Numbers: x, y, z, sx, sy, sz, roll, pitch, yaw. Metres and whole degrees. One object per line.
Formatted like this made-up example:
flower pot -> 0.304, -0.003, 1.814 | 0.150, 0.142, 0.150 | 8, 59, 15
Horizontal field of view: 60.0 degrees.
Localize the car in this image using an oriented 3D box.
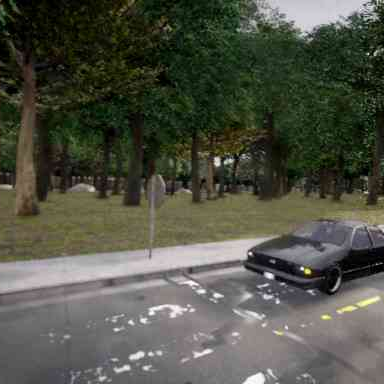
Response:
car -> 3.807, 1.435, 8.648 | 5.357, 1.411, 2.033 | 1, 3, -36
